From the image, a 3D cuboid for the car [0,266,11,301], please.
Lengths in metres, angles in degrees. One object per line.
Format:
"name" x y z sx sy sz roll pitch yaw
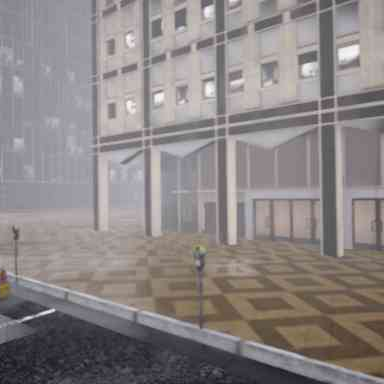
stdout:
"car" -5.603 1.520 6.884 4.829 1.417 1.752 0 -1 36
